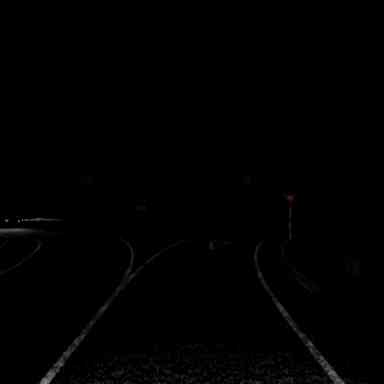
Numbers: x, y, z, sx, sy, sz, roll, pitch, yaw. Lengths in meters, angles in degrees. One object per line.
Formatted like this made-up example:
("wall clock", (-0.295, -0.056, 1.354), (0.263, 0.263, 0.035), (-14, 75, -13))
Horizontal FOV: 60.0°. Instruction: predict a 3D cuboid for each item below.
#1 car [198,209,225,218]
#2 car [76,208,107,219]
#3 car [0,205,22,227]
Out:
("car", (3.215, 3.596, 55.222), (4.674, 1.442, 1.812), (0, -2, 22))
("car", (-15.356, 3.285, 50.947), (4.902, 1.511, 2.128), (1, -2, -45))
("car", (-17.453, 2.248, 31.471), (2.150, 2.045, 5.566), (0, -2, -28))
